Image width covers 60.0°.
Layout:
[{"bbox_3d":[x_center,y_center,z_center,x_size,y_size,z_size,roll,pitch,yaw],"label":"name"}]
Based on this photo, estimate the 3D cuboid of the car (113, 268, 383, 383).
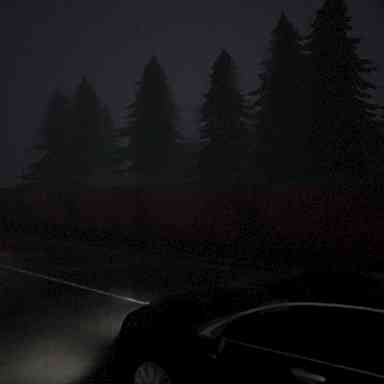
[{"bbox_3d":[1.358,1.503,3.025,4.892,1.490,1.837,-1,0,35],"label":"car"}]
